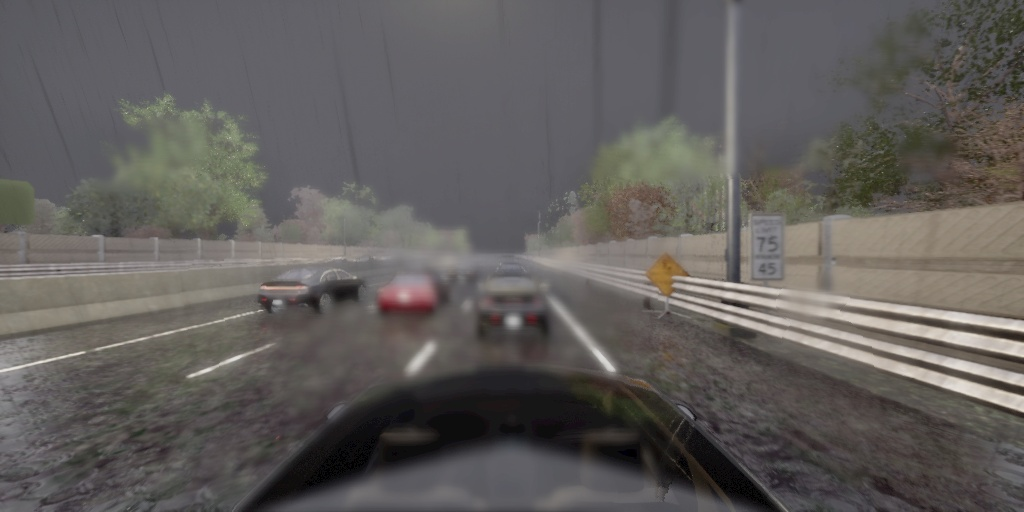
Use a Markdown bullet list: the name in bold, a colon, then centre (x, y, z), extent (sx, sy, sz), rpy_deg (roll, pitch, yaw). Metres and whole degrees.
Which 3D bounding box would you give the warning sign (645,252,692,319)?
- **warning sign**: centre (4.551, 0.826, 10.513), extent (1.300, 1.860, 1.060), rpy_deg (0, 0, 0)

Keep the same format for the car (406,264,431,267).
- **car**: centre (-6.936, 1.243, 26.982), extent (1.895, 1.301, 4.718), rpy_deg (0, 0, 0)

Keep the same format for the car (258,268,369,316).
- **car**: centre (-6.933, 1.190, 13.127), extent (2.128, 1.511, 4.902), rpy_deg (0, 0, 0)

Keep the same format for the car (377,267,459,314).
- **car**: centre (-3.430, 1.261, 13.446), extent (1.994, 1.385, 4.181), rpy_deg (0, 0, 0)

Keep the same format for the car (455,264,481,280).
- **car**: centre (-3.436, 1.243, 26.973), extent (1.895, 1.301, 4.718), rpy_deg (0, 0, 0)

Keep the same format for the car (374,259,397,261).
- **car**: centre (-17.555, 1.100, 51.754), extent (2.033, 1.411, 5.357), rpy_deg (0, 0, 1)

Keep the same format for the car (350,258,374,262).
- **car**: centre (-21.051, 1.056, 51.978), extent (1.837, 1.490, 4.892), rpy_deg (0, 0, 0)

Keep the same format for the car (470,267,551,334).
- **car**: centre (0.050, 1.215, 10.440), extent (1.837, 1.490, 4.892), rpy_deg (0, 0, 0)

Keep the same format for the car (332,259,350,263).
- **car**: centre (-24.550, 1.116, 51.800), extent (1.994, 1.385, 4.181), rpy_deg (0, 0, 0)

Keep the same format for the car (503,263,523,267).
- **car**: centre (0.043, 1.199, 24.683), extent (2.033, 1.411, 5.357), rpy_deg (0, 0, 1)
